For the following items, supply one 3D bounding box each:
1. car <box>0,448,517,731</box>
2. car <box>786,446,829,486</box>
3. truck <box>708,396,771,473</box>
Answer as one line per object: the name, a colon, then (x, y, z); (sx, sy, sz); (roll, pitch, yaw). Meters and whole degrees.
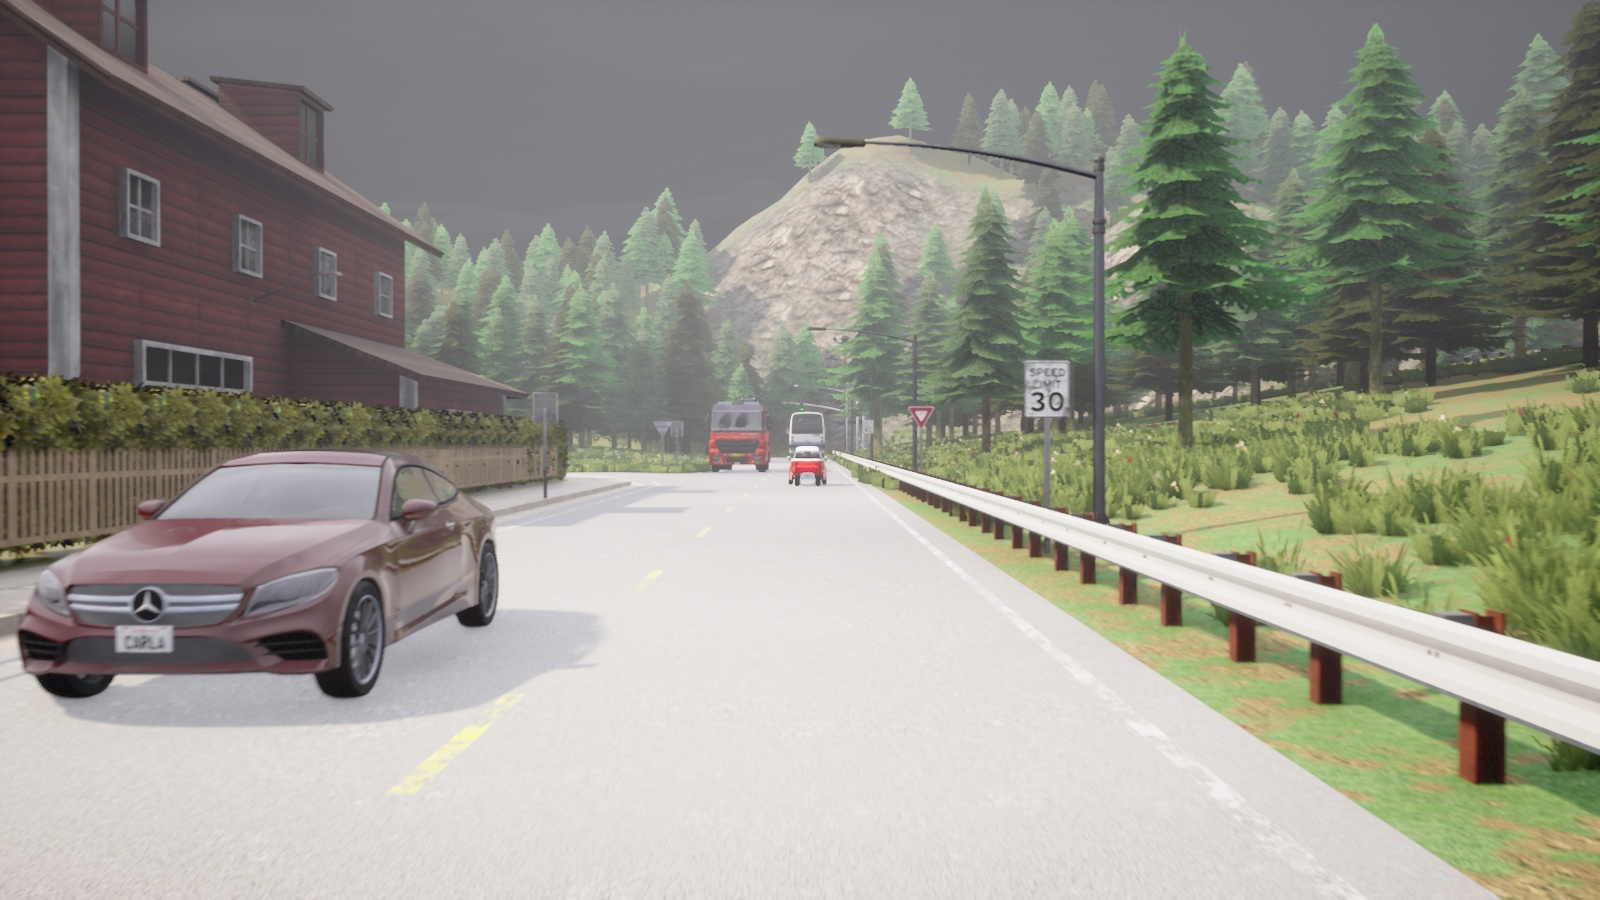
car: (-3.434, 0.720, 8.848); (1.812, 1.442, 4.674); (0, 0, 0)
car: (0.265, 0.552, 44.469); (1.481, 1.376, 2.207); (0, 1, 0)
truck: (-3.106, -0.791, 66.414); (2.891, 3.827, 8.468); (0, 0, 0)
